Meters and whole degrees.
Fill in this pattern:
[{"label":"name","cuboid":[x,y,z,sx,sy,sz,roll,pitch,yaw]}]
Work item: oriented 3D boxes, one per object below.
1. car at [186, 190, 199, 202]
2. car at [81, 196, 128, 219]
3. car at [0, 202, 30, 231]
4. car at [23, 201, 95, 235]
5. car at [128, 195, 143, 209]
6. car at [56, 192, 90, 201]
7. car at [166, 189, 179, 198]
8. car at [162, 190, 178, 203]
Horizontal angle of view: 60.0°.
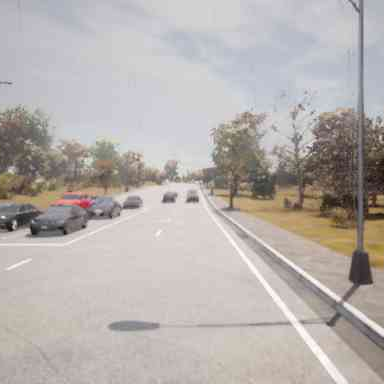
[{"label":"car","cuboid":[0.136,0.804,50.198,1.895,1.301,4.718,0,3,0]},{"label":"car","cuboid":[-7.080,1.340,27.479,2.128,1.511,4.902,0,0,0]},{"label":"car","cuboid":[-10.586,1.396,19.654,1.837,1.490,4.892,0,0,0]},{"label":"car","cuboid":[-7.089,1.425,18.283,1.812,1.442,4.674,0,0,0]},{"label":"car","cuboid":[-7.057,1.193,40.176,1.837,1.490,4.892,0,2,0]},{"label":"car","cuboid":[-10.575,1.058,29.689,2.150,2.045,5.566,0,0,-1]},{"label":"car","cuboid":[-3.454,0.266,59.622,1.895,1.301,4.718,0,3,0]},{"label":"car","cuboid":[-3.366,0.737,49.690,1.837,1.490,4.892,0,3,0]}]
